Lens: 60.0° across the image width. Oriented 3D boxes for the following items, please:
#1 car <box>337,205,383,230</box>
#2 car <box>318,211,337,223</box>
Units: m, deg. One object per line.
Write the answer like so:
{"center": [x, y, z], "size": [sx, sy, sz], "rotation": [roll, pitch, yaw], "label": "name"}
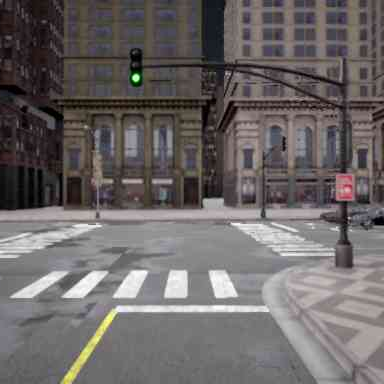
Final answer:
{"center": [12.524, 1.601, 21.706], "size": [4.902, 1.511, 2.128], "rotation": [0, -1, 0], "label": "car"}
{"center": [12.418, 1.692, 24.953], "size": [5.357, 1.411, 2.033], "rotation": [0, -1, 0], "label": "car"}
